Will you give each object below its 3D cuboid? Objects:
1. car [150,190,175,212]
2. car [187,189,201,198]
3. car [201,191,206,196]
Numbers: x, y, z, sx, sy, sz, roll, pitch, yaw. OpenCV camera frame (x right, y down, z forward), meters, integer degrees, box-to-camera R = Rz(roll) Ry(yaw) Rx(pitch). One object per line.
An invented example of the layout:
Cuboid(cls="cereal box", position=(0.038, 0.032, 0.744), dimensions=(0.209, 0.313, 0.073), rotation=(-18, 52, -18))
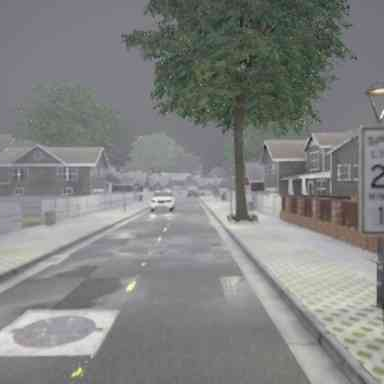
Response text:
Cuboid(cls="car", position=(-2.907, 0.840, 33.883), dimensions=(2.150, 2.045, 5.566), rotation=(0, 1, 0))
Cuboid(cls="car", position=(0.179, 0.302, 79.692), dimensions=(2.150, 2.045, 5.566), rotation=(0, 1, 7))
Cuboid(cls="car", position=(2.172, 0.427, 90.022), dimensions=(2.033, 1.411, 5.357), rotation=(0, 1, 18))
